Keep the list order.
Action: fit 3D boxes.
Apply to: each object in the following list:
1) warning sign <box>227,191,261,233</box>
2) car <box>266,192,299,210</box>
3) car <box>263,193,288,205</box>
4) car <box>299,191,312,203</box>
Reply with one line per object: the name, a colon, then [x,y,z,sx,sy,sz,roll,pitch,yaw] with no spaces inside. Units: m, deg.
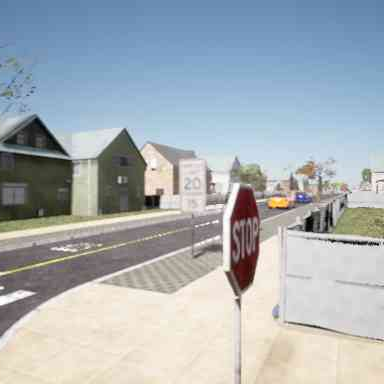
warning sign: [2.462,0.924,15.698,1.300,1.860,1.060,-2,-2,27]
car: [9.658,0.879,35.545,2.097,1.767,4.553,-1,0,27]
car: [11.405,0.929,45.152,2.128,1.511,4.902,-1,0,27]
car: [16.294,0.696,48.744,2.097,1.767,4.553,-1,0,27]
